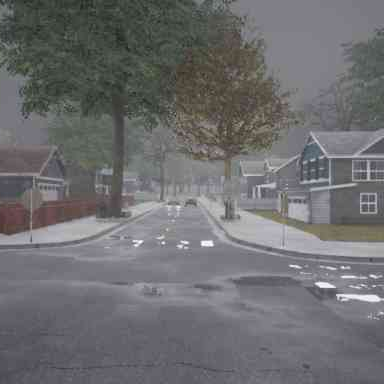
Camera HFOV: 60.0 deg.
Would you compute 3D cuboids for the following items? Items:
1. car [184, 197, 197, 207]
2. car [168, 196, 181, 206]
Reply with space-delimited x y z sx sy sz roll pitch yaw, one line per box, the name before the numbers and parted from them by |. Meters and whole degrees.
car | -0.223 1.519 51.847 1.837 1.490 4.892 0 0 0
car | -2.993 1.520 56.425 1.837 1.490 4.892 0 0 0
